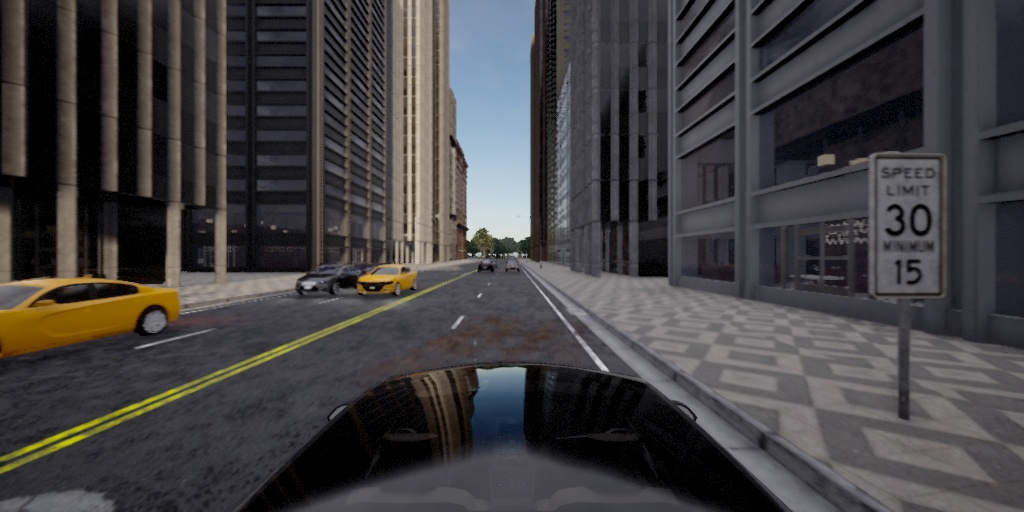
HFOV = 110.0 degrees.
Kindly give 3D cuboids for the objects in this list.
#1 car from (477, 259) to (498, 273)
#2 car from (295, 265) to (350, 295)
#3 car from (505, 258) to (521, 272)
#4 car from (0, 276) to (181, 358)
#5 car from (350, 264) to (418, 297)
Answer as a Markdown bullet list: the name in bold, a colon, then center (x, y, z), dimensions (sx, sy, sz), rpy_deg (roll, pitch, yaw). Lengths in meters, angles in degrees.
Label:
- **car**: center (-3.165, 1.217, 44.445), dimensions (1.882, 1.535, 5.008), rpy_deg (0, 0, 0)
- **car**: center (-9.748, 1.235, 19.591), dimensions (2.128, 1.511, 4.902), rpy_deg (0, 0, 0)
- **car**: center (0.089, 1.287, 45.189), dimensions (2.033, 1.411, 5.357), rpy_deg (0, 0, 0)
- **car**: center (-9.845, 1.224, 7.510), dimensions (1.882, 1.535, 5.008), rpy_deg (0, 0, 0)
- **car**: center (-6.503, 1.221, 19.209), dimensions (1.882, 1.535, 5.008), rpy_deg (0, 0, 0)
